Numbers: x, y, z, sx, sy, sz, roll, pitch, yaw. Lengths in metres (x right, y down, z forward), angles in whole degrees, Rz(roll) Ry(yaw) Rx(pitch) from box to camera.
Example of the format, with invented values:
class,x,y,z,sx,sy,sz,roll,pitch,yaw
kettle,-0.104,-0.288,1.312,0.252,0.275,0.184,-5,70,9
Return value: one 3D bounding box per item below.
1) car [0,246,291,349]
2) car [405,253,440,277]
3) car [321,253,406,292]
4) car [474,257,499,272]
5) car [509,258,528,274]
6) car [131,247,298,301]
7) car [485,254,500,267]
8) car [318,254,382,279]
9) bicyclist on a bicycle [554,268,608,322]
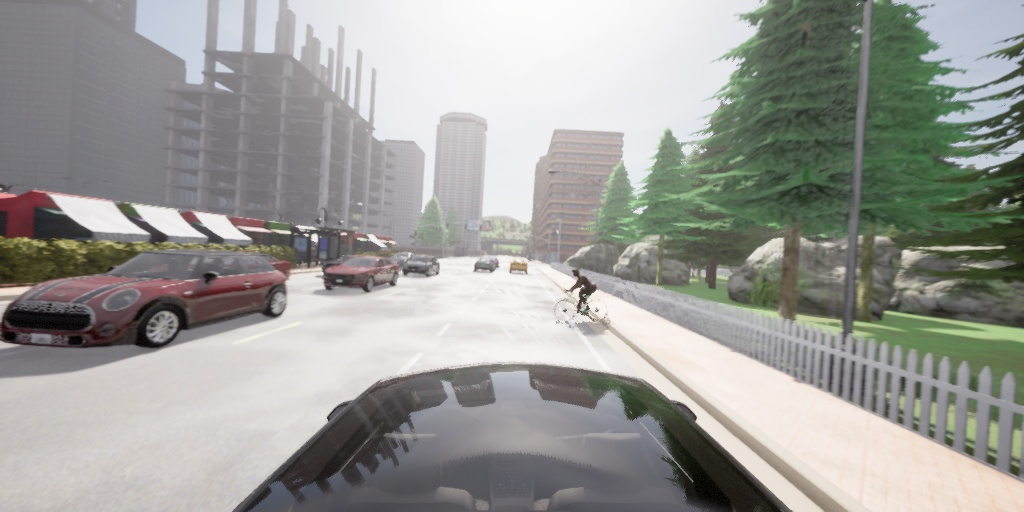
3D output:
class,x,y,z,sx,sy,sz,roll,pitch,yaw
car,-7.020,0.643,7.646,2.097,1.767,4.553,3,0,1
car,-6.668,0.683,26.923,1.837,1.490,4.892,3,0,1
car,-6.859,0.715,16.861,1.882,1.535,5.008,3,0,1
car,-2.806,0.898,37.466,1.994,1.385,4.181,3,0,1
car,0.700,1.013,38.500,1.882,1.535,5.008,3,1,0
car,-10.421,0.528,13.274,1.882,1.535,5.008,3,0,1
car,-2.634,0.806,46.644,1.812,1.442,4.674,3,0,2
car,-10.245,0.593,23.175,1.895,1.301,4.718,3,0,1
bicyclist on a bicycle,2.098,1.199,10.921,1.656,1.620,0.582,0,0,1
